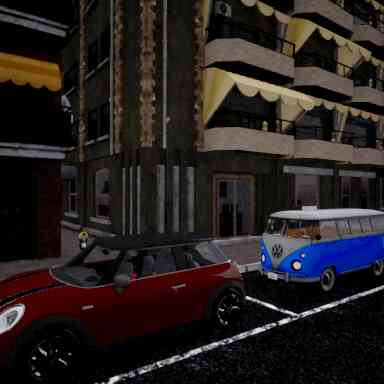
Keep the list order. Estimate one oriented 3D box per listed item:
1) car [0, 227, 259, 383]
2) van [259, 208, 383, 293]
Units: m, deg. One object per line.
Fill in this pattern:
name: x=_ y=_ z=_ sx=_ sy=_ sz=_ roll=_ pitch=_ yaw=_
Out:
car: x=-1.134 y=1.440 z=5.283 sx=4.097 sy=1.590 sz=1.967 roll=0 pitch=0 yaw=-35
van: x=3.500 y=1.343 z=8.584 sx=3.998 sy=1.788 sz=1.690 roll=0 pitch=0 yaw=-35
